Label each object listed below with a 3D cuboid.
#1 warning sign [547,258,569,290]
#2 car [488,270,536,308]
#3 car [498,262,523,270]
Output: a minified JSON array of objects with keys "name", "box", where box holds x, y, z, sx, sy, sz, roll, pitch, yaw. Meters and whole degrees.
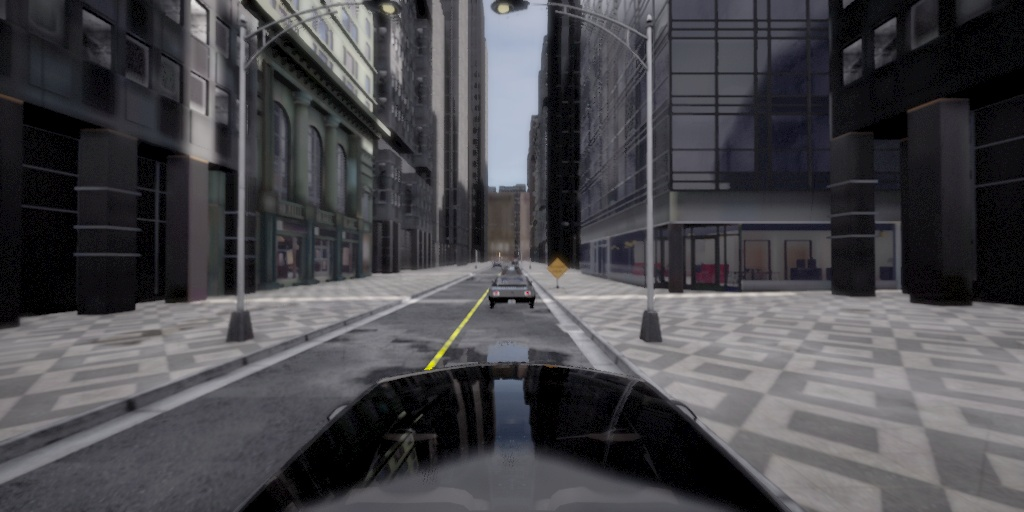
[{"name":"warning sign","box":[2.714,1.038,21.257,1.300,1.860,1.060,0,0,0]},{"name":"car","box":[-0.001,1.481,15.956,1.895,1.301,4.718,0,0,0]},{"name":"car","box":[-0.002,1.518,31.235,1.812,1.442,4.674,0,0,0]}]
